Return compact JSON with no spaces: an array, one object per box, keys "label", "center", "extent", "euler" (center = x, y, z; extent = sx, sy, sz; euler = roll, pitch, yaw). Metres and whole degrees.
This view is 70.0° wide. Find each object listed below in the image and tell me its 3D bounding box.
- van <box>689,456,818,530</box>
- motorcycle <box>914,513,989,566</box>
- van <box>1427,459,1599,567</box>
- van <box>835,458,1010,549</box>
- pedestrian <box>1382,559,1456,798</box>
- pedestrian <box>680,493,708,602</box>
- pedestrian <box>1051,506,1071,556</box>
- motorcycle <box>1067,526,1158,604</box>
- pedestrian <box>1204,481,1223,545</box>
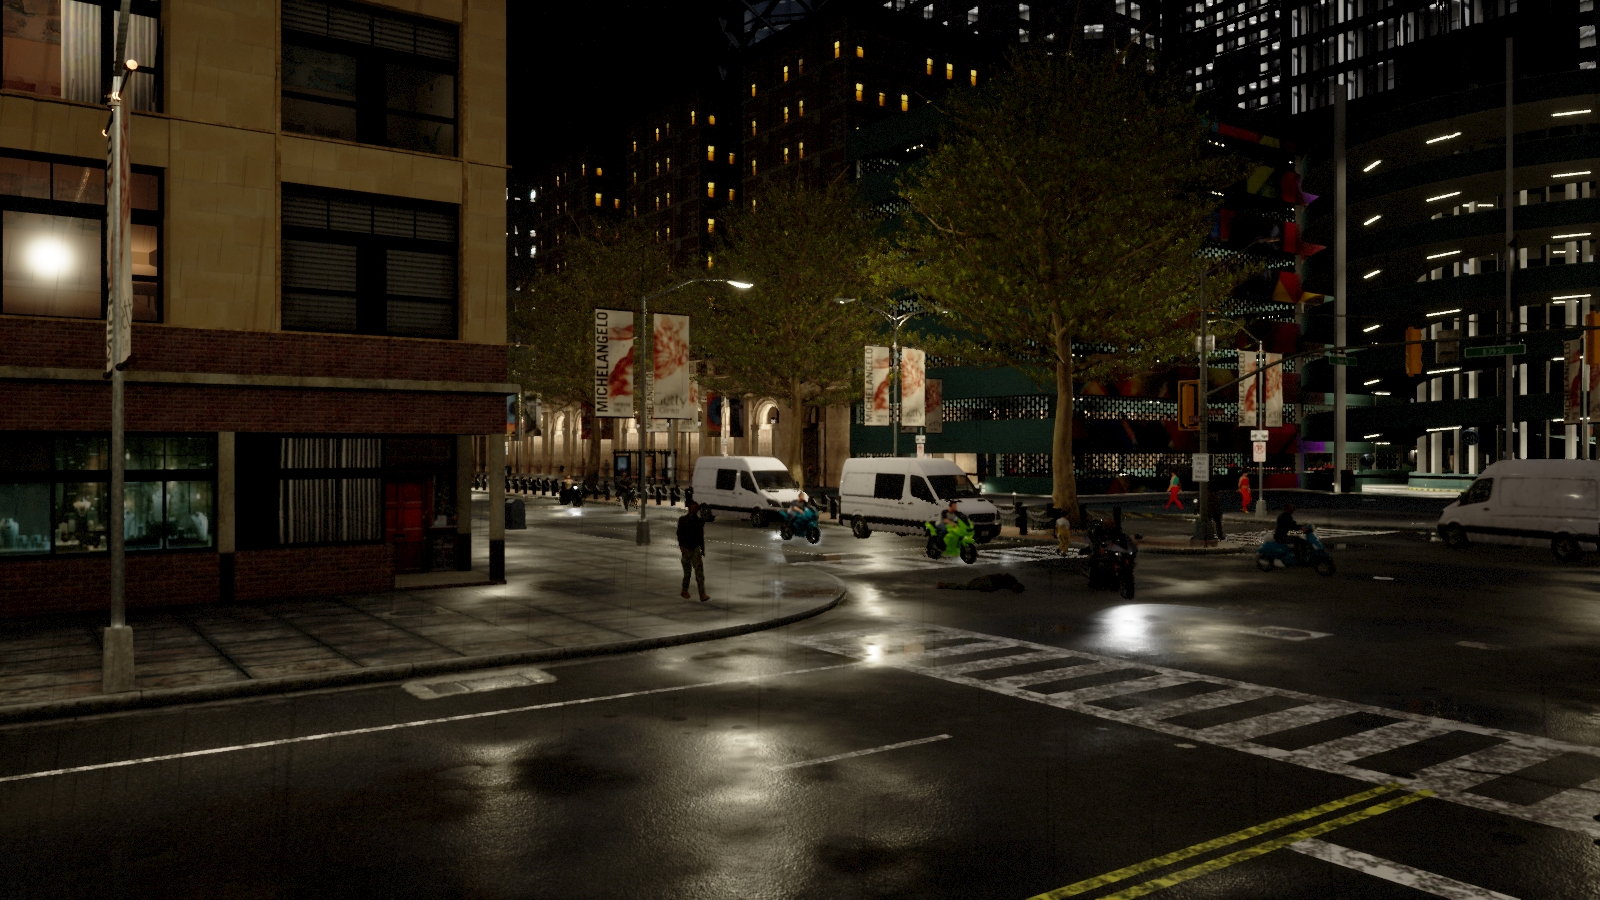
[{"label":"van","center":[-1.865,1.534,43.146],"extent":[1.988,2.561,5.915],"euler":[0,0,-35]},{"label":"motorcycle","center":[3.761,2.212,28.542],"extent":[0.803,1.145,2.033],"euler":[0,0,-30]},{"label":"van","center":[19.702,1.534,30.387],"extent":[1.988,2.561,5.915],"euler":[0,0,-11]},{"label":"van","center":[3.640,1.535,35.329],"extent":[1.988,2.561,5.915],"euler":[0,0,-35]},{"label":"pedestrian","center":[5.062,1.848,9.351],"extent":[0.375,1.860,0.375],"euler":[0,0,-17]},{"label":"pedestrian","center":[-1.854,1.699,19.987],"extent":[0.375,1.860,0.375],"euler":[0,0,-28]},{"label":"pedestrian","center":[6.880,2.129,30.120],"extent":[0.375,1.300,0.375],"euler":[0,0,-41]},{"label":"motorcycle","center":[6.036,2.205,22.214],"extent":[0.867,1.251,2.209],"euler":[-2,0,-8]},{"label":"pedestrian","center":[12.137,1.848,33.565],"extent":[0.375,1.860,0.375],"euler":[0,0,-37]}]
